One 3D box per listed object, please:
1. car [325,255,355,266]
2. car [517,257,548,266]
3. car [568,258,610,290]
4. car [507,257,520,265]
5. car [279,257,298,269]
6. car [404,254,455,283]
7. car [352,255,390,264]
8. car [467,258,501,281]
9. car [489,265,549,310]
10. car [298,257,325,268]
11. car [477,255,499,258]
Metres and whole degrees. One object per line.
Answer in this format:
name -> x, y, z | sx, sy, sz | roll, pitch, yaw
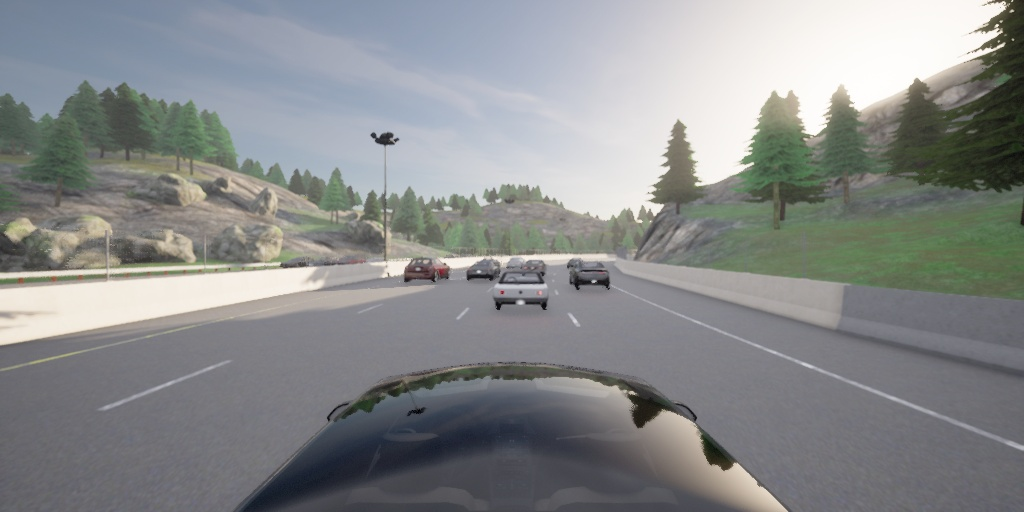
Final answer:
car -> -17.984, 0.714, 39.802 | 2.097, 1.767, 4.553 | 0, 1, 10
car -> 2.001, 0.993, 30.822 | 2.033, 1.411, 5.357 | 0, 1, 8
car -> 4.367, 1.043, 20.580 | 2.128, 1.511, 4.902 | 0, 1, 5
car -> 0.648, 0.840, 43.358 | 1.812, 1.442, 4.674 | 0, 1, 12
car -> -24.722, 0.850, 41.915 | 1.837, 1.490, 4.892 | 0, 0, 10
car -> -5.748, 0.862, 24.933 | 2.097, 1.767, 4.553 | 0, 1, 6
car -> -14.662, 0.899, 38.497 | 1.812, 1.442, 4.674 | 0, 1, 10
car -> -2.042, 1.054, 26.771 | 1.994, 1.385, 4.181 | 0, 1, 7
car -> 0.400, 1.222, 14.042 | 1.895, 1.301, 4.718 | 0, 1, 3
car -> -21.340, 0.843, 40.949 | 2.128, 1.511, 4.902 | 0, 1, 10
car -> -2.767, 0.873, 44.085 | 1.994, 1.385, 4.181 | 0, 1, 12
